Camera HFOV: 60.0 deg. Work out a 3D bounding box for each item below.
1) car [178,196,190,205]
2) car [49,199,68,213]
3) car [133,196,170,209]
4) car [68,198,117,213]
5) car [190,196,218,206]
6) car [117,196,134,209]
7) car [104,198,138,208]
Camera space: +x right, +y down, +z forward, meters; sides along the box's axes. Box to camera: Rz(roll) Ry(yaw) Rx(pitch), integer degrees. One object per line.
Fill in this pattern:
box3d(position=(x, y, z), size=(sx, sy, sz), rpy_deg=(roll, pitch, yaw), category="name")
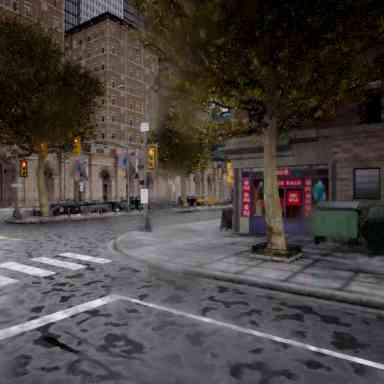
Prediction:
box3d(position=(-0.353, 1.478, 56.165), size=(1.882, 1.535, 5.008), rpy_deg=(0, 0, 36), category="car")
box3d(position=(-13.876, 1.505, 37.477), size=(1.837, 1.490, 4.892), rpy_deg=(0, 0, 36), category="car")
box3d(position=(-4.965, 1.505, 43.832), size=(1.837, 1.490, 4.892), rpy_deg=(0, 0, 36), category="car")
box3d(position=(-10.694, 1.564, 35.904), size=(1.994, 1.385, 4.181), rpy_deg=(0, 0, 36), category="car")
box3d(position=(2.376, 1.478, 53.964), size=(1.882, 1.535, 5.008), rpy_deg=(0, 0, 36), category="car")
box3d(position=(-7.932, 1.352, 45.703), size=(2.097, 1.767, 4.553), rpy_deg=(0, 0, 36), category="car")
box3d(position=(-10.206, 1.595, 47.937), size=(1.895, 1.301, 4.718), rpy_deg=(0, 0, 36), category="car")
